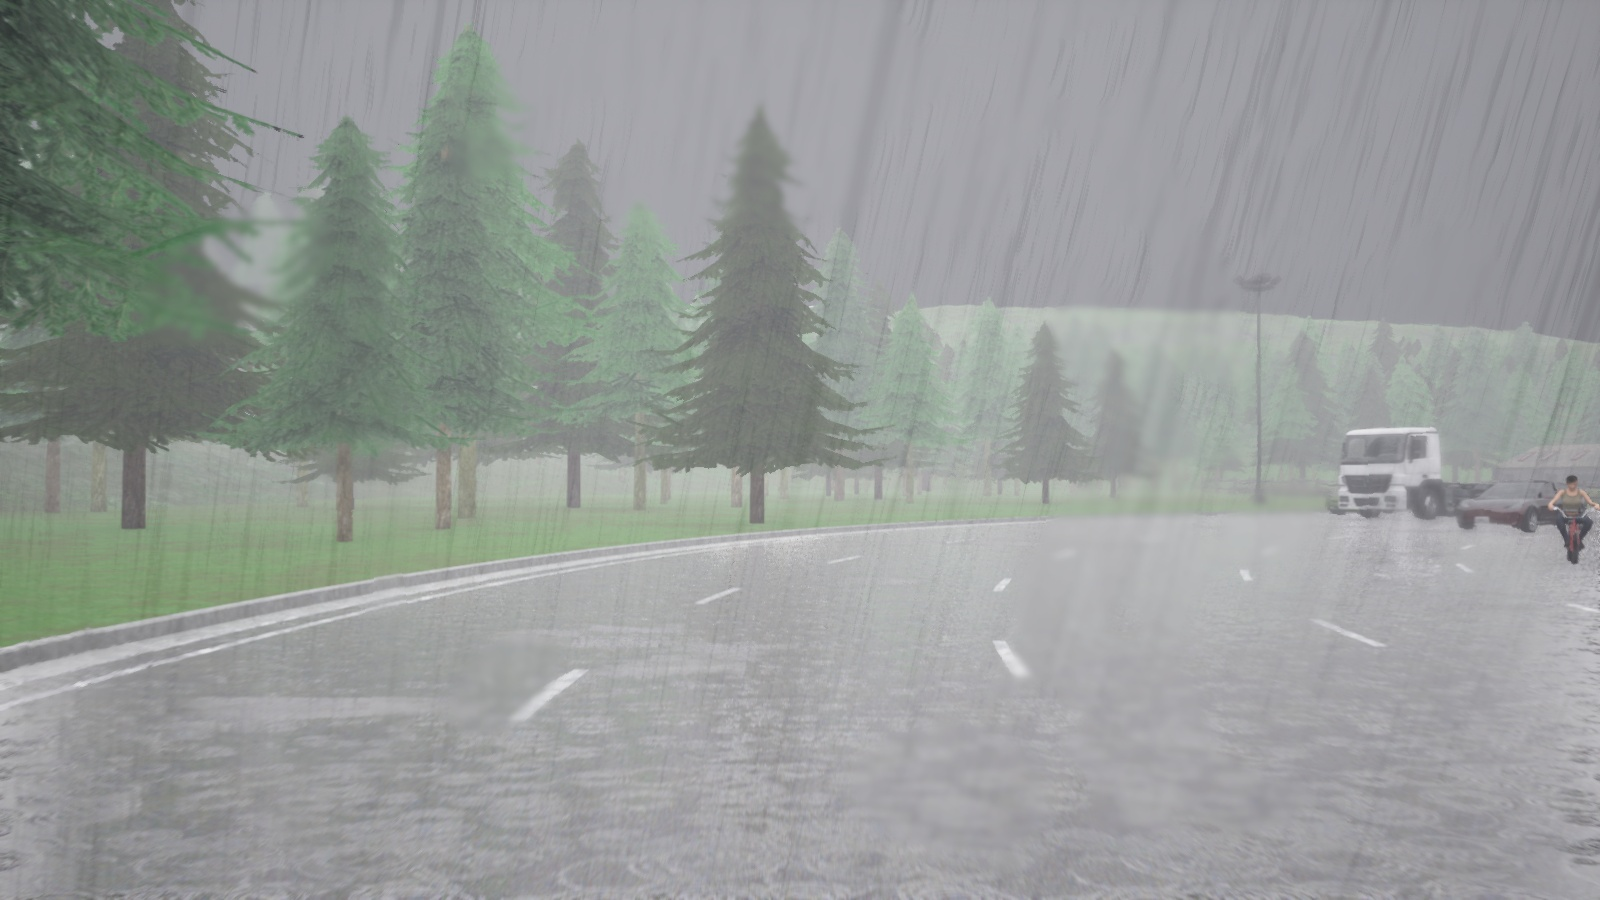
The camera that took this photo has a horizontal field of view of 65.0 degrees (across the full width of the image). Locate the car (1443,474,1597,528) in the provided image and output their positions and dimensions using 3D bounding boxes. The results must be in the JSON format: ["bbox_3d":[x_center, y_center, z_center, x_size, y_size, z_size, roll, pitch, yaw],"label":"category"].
[{"bbox_3d":[21.414,1.456,37.279,4.792,1.488,2.163,1,-1,-36],"label":"car"}]

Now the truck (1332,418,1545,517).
[{"bbox_3d":[23.999,0.656,47.159,7.936,3.462,2.891,0,-1,-26],"label":"truck"}]

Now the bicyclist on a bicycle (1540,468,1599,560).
[{"bbox_3d":[14.035,1.143,22.885,0.866,1.612,1.509,0,-1,27],"label":"bicyclist on a bicycle"}]

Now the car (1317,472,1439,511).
[{"bbox_3d":[23.355,1.656,50.735,4.514,1.525,2.007,0,-1,-26],"label":"car"}]
